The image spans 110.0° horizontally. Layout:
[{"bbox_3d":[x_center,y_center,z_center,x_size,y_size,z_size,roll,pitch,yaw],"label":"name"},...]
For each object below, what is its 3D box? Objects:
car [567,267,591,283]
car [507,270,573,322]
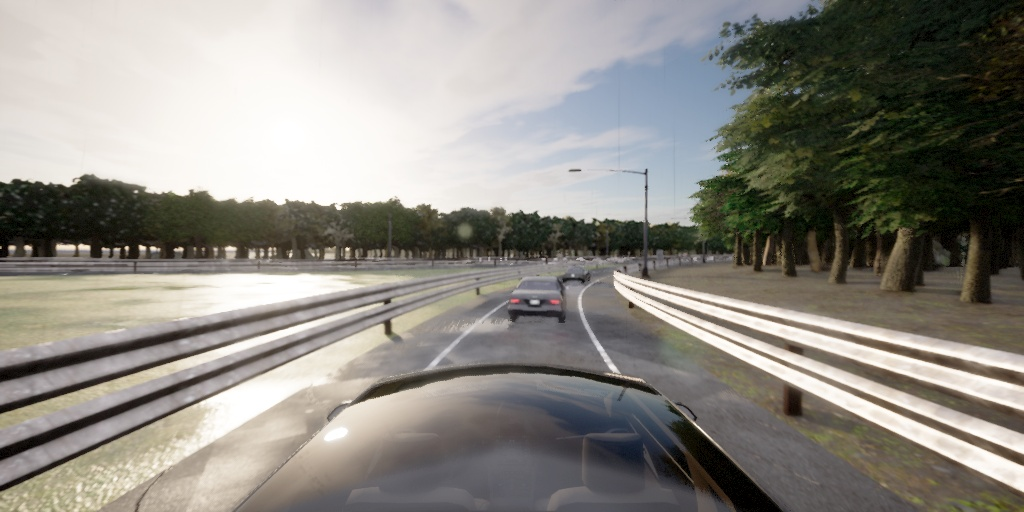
[{"bbox_3d":[5.820,1.626,31.996,1.994,1.385,4.181,0,0,20],"label":"car"},{"bbox_3d":[1.041,1.424,12.969,2.033,1.411,5.357,0,-1,9],"label":"car"}]
